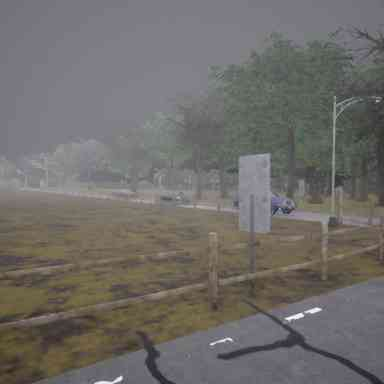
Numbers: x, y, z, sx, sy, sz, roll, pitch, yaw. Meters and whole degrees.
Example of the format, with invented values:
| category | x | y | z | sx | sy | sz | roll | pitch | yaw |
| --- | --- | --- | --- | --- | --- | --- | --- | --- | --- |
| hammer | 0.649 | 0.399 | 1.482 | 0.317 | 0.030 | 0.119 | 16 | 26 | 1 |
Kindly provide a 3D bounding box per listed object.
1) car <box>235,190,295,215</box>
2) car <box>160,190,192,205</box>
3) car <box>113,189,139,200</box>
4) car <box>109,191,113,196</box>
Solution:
| category | x | y | z | sx | sy | sz | roll | pitch | yaw |
| --- | --- | --- | --- | --- | --- | --- | --- | --- | --- |
| car | 6.041 | 0.781 | 28.241 | 2.150 | 2.045 | 5.566 | 0 | 2 | -36 |
| car | -1.917 | 0.588 | 39.445 | 2.097 | 1.767 | 4.553 | 0 | 1 | -36 |
| car | -9.829 | 0.388 | 50.660 | 1.882 | 1.535 | 5.008 | 0 | 1 | -35 |
| car | -13.608 | 0.167 | 60.971 | 1.837 | 1.490 | 4.892 | 0 | 1 | -35 |
